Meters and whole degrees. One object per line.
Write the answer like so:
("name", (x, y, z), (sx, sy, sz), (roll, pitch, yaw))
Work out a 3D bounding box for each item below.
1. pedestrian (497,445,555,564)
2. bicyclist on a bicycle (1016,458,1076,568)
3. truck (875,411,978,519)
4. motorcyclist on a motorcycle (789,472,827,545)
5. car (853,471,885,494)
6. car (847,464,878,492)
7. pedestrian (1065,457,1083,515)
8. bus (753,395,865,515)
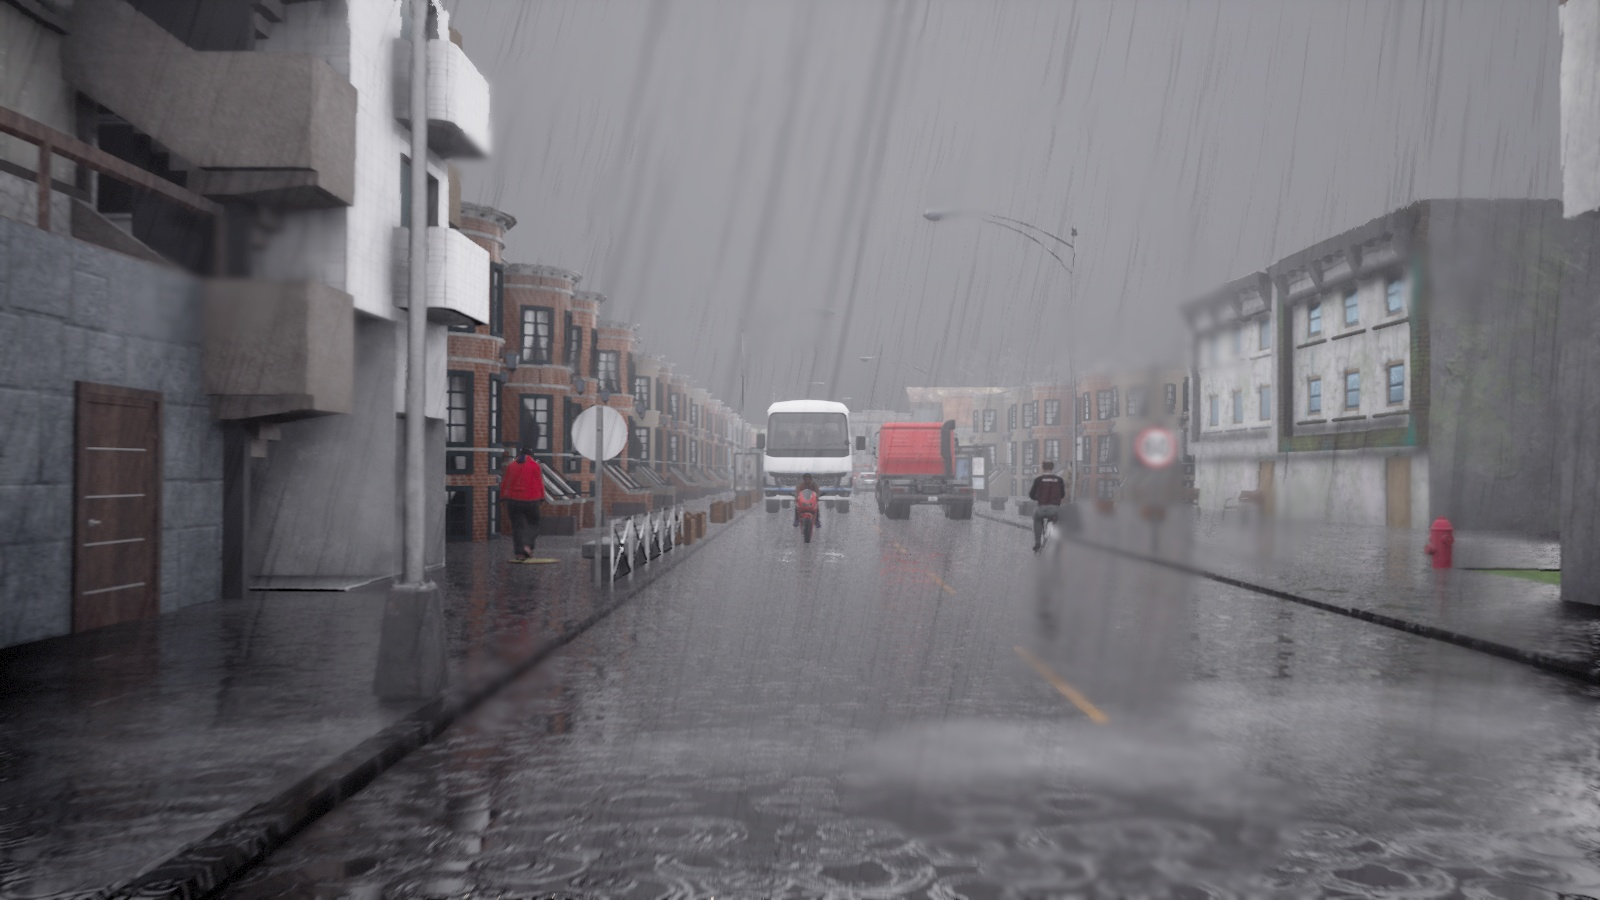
("pedestrian", (-4.326, 0.846, 19.870), (0.634, 1.844, 0.899), (0, -1, 8))
("bicyclist on a bicycle", (4.135, 1.025, 21.208), (0.659, 1.776, 1.843), (0, -1, 0))
("truck", (4.300, 0.558, 44.307), (2.891, 3.462, 7.936), (0, -1, 0))
("motorcyclist on a motorcycle", (0.181, 1.258, 27.599), (0.797, 1.523, 2.044), (0, -1, 0))
("car", (4.655, 2.186, 85.016), (1.970, 1.475, 3.806), (0, -1, 0))
("car", (4.748, 2.123, 96.042), (2.150, 2.045, 5.566), (0, -1, 0))
("pedestrian", (9.186, 1.194, 42.088), (0.396, 1.930, 0.692), (0, -1, -5))
("bus", (0.343, 0.266, 49.554), (3.944, 4.253, 10.273), (0, -1, 0))
